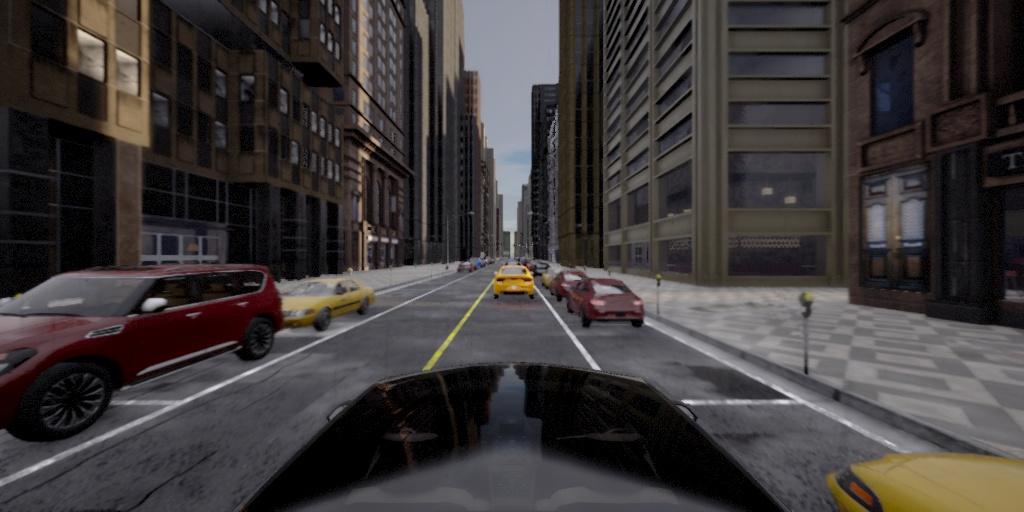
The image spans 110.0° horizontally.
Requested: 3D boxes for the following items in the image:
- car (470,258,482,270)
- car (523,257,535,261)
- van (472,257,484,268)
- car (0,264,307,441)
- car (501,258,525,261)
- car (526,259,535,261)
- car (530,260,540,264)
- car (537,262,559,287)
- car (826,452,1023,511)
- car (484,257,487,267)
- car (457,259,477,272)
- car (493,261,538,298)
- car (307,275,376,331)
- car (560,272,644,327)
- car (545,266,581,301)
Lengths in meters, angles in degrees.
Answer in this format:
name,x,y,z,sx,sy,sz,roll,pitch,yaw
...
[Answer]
name,x,y,z,sx,sy,sz,roll,pitch,yaw
car,-5.775,1.331,50.502,1.948,1.339,4.313,0,0,0
car,2.752,1.199,44.901,1.967,1.591,4.097,0,0,0
van,-5.777,1.109,56.120,1.690,1.789,3.998,0,0,0
car,-5.763,1.067,5.555,2.192,1.841,5.009,0,0,0
car,0.088,1.235,38.390,1.882,1.535,5.008,0,0,0
car,2.753,1.302,39.282,1.888,1.381,4.507,0,0,0
car,2.755,1.320,33.663,1.948,1.339,4.313,0,0,0
car,2.758,1.275,22.596,1.751,1.417,4.829,0,0,0
car,2.764,1.275,0.121,1.751,1.417,4.829,0,0,0
car,-5.778,1.316,61.738,1.888,1.381,4.507,0,0,0
car,-5.773,1.345,44.883,1.802,1.307,4.207,0,0,0
car,0.088,1.227,18.410,1.882,1.535,5.008,0,0,0
car,-5.764,1.277,11.004,1.751,1.417,4.829,0,0,0
car,2.761,1.330,11.189,1.802,1.307,4.207,0,0,0
car,2.759,1.330,16.807,1.802,1.307,4.207,0,0,0
